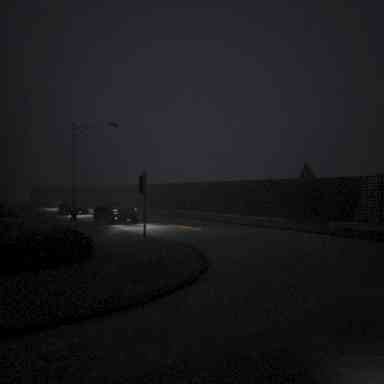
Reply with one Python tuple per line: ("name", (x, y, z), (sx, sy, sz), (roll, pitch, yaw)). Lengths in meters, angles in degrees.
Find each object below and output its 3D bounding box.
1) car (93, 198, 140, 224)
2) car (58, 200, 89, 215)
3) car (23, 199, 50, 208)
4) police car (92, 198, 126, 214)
("car", (-5.683, 1.352, 24.775), (2.097, 1.767, 4.553), (0, 0, -36))
("car", (-12.170, 1.548, 33.864), (2.033, 1.411, 5.357), (0, 0, -35))
("car", (-22.142, 1.602, 47.479), (4.718, 1.301, 1.895), (0, 0, 41))
("police car", (-9.304, 1.509, 36.895), (2.038, 1.542, 4.974), (0, 0, -36))
